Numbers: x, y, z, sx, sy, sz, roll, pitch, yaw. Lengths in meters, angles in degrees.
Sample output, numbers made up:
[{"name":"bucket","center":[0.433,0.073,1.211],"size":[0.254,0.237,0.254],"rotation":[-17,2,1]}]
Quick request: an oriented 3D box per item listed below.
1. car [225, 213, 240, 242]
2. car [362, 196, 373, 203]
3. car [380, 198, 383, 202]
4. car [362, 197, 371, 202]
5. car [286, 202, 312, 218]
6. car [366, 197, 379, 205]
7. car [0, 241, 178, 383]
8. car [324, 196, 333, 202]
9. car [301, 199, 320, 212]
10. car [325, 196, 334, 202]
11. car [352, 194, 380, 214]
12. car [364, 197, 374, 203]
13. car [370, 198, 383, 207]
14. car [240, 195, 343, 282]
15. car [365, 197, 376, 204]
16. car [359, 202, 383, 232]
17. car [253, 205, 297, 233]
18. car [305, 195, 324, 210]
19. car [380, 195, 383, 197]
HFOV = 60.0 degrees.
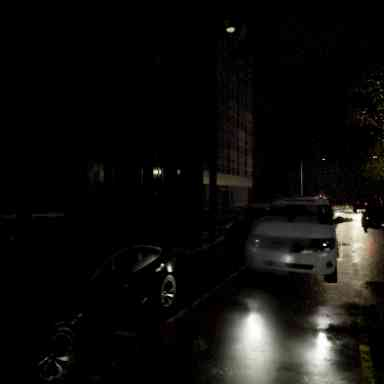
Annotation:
[{"name":"car","center":[2.986,1.465,15.798],"size":[1.967,1.590,4.097],"rotation":[0,0,25]},{"name":"car","center":[41.490,1.649,78.750],"size":[1.967,1.590,4.097],"rotation":[0,0,25]},{"name":"car","center":[22.554,1.630,37.800],"size":[1.802,1.307,4.206],"rotation":[0,0,25]},{"name":"car","center":[43.857,1.817,83.867],"size":[1.802,1.307,4.206],"rotation":[0,0,25]},{"name":"car","center":[10.087,1.629,31.152],"size":[1.802,1.307,4.206],"rotation":[0,0,25]},{"name":"car","center":[34.389,1.708,63.392],"size":[1.947,1.339,4.313],"rotation":[0,0,25]},{"name":"car","center":[-1.748,1.578,5.561],"size":[1.947,1.339,4.313],"rotation":[0,0,25]},{"name":"car","center":[33.754,1.795,82.332],"size":[1.947,1.339,4.313],"rotation":[0,0,25]},{"name":"car","center":[14.749,1.593,41.234],"size":[1.752,1.417,4.829],"rotation":[0,0,25]},{"name":"car","center":[36.121,1.821,87.449],"size":[1.947,1.339,4.313],"rotation":[0,0,25]},{"name":"car","center":[18.659,1.268,35.983],"size":[2.150,2.045,5.566],"rotation":[0,0,25]},{"name":"car","center":[39.123,1.767,73.630],"size":[1.802,1.307,4.206],"rotation":[0,0,25]},{"name":"car","center":[29.655,1.648,53.156],"size":[1.887,1.381,4.507],"rotation":[0,0,25]},{"name":"car","center":[3.405,1.233,10.348],"size":[2.150,2.045,5.566],"rotation":[0,0,25]},{"name":"car","center":[36.827,1.689,68.667],"size":[1.752,1.417,4.829],"rotation":[0,0,25]},{"name":"car","center":[11.082,1.546,19.622],"size":[1.812,1.442,4.674],"rotation":[0,0,25]},{"name":"car","center":[5.353,1.577,20.915],"size":[1.887,1.381,4.507],"rotation":[0,0,25]},{"name":"car","center":[17.186,1.400,46.506],"size":[2.192,1.841,5.009],"rotation":[0,0,25]},{"name":"car","center":[27.287,1.399,48.038],"size":[2.192,1.841,5.009],"rotation":[0,0,25]}]
